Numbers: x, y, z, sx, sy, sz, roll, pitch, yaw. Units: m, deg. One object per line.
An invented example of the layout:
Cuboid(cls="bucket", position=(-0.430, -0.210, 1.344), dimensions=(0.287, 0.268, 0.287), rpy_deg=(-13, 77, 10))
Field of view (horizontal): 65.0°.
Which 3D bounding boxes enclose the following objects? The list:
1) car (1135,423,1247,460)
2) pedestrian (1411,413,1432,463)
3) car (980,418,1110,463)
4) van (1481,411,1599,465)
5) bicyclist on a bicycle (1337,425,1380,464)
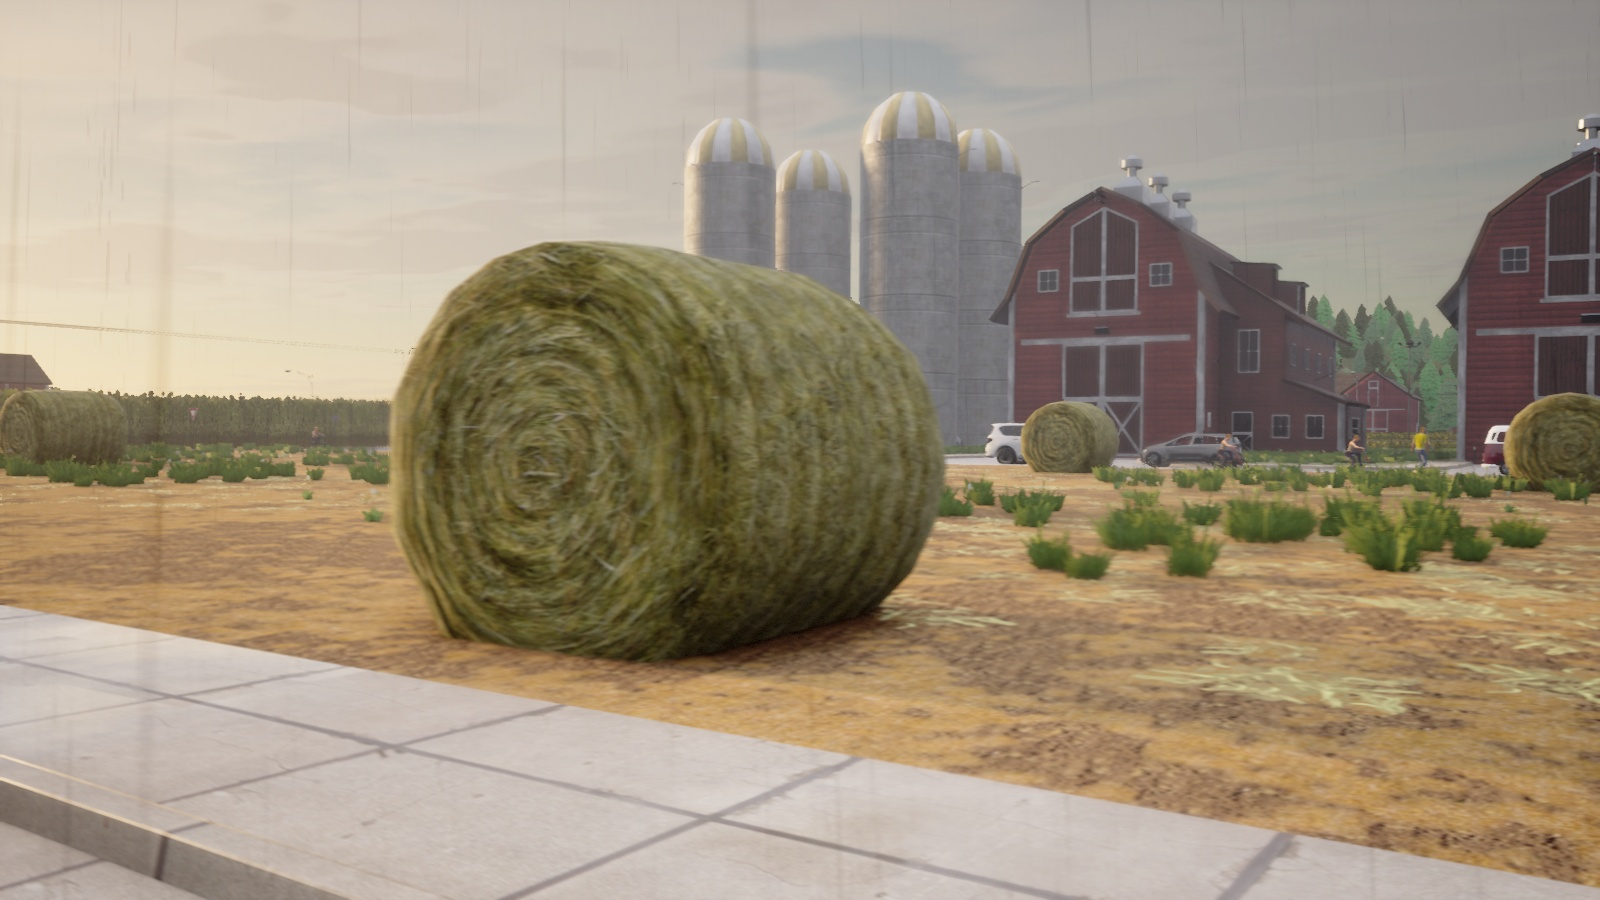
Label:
Cuboid(cls="car", position=(18.303, -0.381, 58.810), dimensions=(4.611, 1.667, 2.242), rpy_deg=(0, 1, 30))
Cuboid(cls="pedestrian", position=(23.008, -0.438, 46.495), dimensions=(0.706, 1.836, 0.354), rpy_deg=(-1, 1, -30))
Cuboid(cls="car", position=(11.440, -0.451, 58.738), dimensions=(5.566, 2.045, 2.150), rpy_deg=(0, 1, 30))
Cuboid(cls="van", position=(28.940, -0.463, 48.583), dimensions=(4.480, 2.038, 2.069), rpy_deg=(0, 1, 30))
Cuboid(cls="bicyclist on a bicycle", position=(23.120, -0.239, 51.968), dimensions=(1.509, 1.612, 0.866), rpy_deg=(0, 1, 30))
